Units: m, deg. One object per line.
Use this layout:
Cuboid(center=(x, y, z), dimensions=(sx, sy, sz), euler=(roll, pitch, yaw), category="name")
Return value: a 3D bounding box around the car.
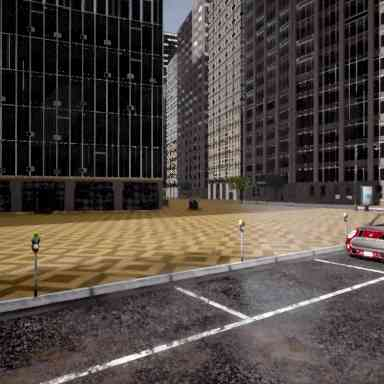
Cuboid(center=(7.205, 1.437, 11.691), dimensions=(4.097, 1.590, 1.967), euler=(0, 0, -35), category="car")
